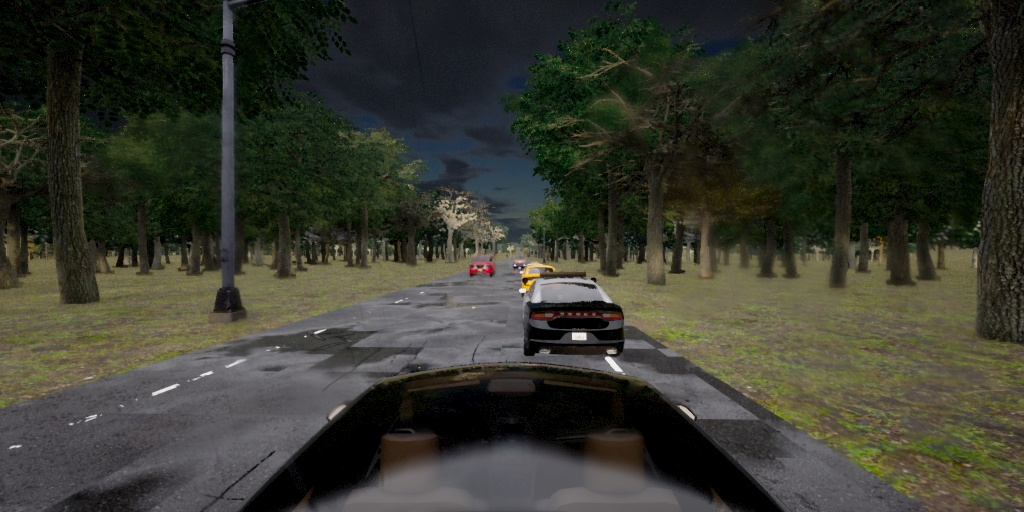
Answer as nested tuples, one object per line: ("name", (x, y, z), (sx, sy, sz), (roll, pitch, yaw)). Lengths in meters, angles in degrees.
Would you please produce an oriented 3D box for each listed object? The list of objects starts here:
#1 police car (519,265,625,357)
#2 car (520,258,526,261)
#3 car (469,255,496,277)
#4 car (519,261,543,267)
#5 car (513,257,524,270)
("police car", (1.209, 1.170, 8.719), (1.930, 1.638, 5.238), (0, 0, 1))
("car", (1.572, 1.171, 24.797), (1.801, 1.575, 5.366), (0, 0, 1))
("car", (-2.761, 0.908, 34.488), (2.150, 2.045, 5.566), (0, 0, 1))
("car", (1.432, 1.208, 18.609), (1.882, 1.535, 5.008), (0, 0, 1))
("car", (1.092, 1.228, 48.582), (1.895, 1.301, 4.718), (0, 0, 2))
